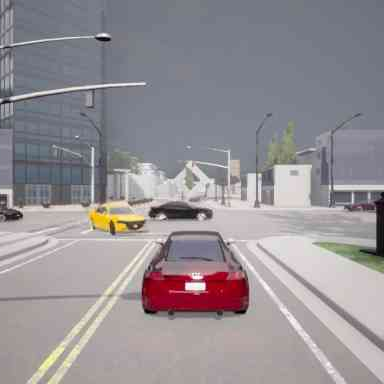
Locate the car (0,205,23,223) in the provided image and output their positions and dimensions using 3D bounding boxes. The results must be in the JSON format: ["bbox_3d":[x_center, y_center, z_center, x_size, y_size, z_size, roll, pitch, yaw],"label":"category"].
[{"bbox_3d":[-15.592,1.662,26.077,4.181,1.385,1.994,0,0,0],"label":"car"}]

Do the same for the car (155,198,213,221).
[{"bbox_3d":[-0.888,1.490,26.194,5.008,1.535,1.882,0,0,0],"label":"car"}]

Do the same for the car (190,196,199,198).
[{"bbox_3d":[0.688,1.595,76.964,1.895,1.301,4.718,0,0,12],"label":"car"}]

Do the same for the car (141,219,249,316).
[{"bbox_3d":[0.070,1.564,7.623,1.994,1.385,4.181,0,0,0],"label":"car"}]

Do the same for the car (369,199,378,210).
[{"bbox_3d":[21.522,1.167,33.567,5.566,2.045,2.150,0,0,0],"label":"car"}]

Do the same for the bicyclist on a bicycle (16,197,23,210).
[{"bbox_3d":[-22.002,1.466,42.502,0.582,1.620,1.656,-1,0,0],"label":"bicyclist on a bicycle"}]

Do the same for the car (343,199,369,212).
[{"bbox_3d":[19.846,1.502,37.070,5.357,1.411,2.033,0,0,-1],"label":"car"}]

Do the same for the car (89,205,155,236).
[{"bbox_3d":[-4.347,1.498,19.119,1.882,1.535,5.008,2,-1,-36],"label":"car"}]
